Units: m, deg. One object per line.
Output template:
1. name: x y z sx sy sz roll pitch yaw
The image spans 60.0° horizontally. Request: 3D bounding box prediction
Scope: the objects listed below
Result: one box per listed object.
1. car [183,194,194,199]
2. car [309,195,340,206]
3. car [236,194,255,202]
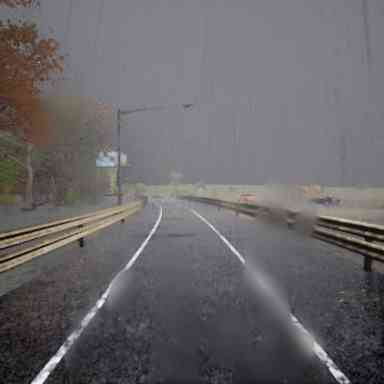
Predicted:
1. car: -1.152 1.425 95.211 1.882 1.535 5.008 0 0 -23
2. car: 19.169 1.245 48.405 2.128 1.511 4.902 0 0 -23
3. car: 10.831 1.187 67.604 2.097 1.767 4.553 0 0 -23
